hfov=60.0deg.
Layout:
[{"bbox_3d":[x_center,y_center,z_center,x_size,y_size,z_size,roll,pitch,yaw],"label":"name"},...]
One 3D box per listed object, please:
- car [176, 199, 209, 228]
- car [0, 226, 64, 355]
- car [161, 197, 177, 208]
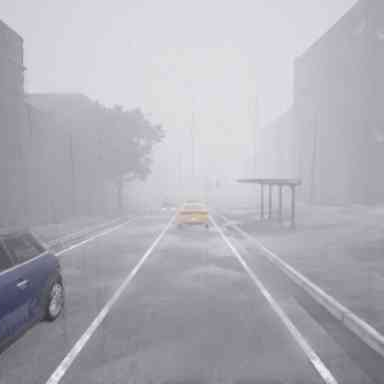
[{"bbox_3d":[0.105,1.480,22.460,1.882,1.535,5.008,0,0,0],"label":"car"},{"bbox_3d":[-3.397,1.350,4.172,2.097,1.767,4.553,0,0,0],"label":"car"},{"bbox_3d":[-3.074,1.396,45.647,2.033,1.411,5.357,0,1,1],"label":"car"}]
